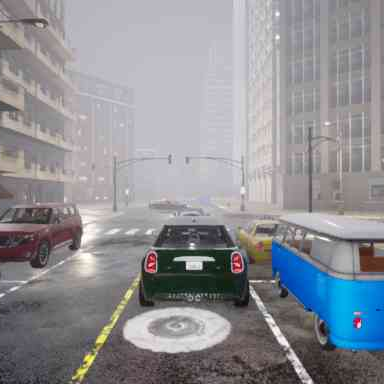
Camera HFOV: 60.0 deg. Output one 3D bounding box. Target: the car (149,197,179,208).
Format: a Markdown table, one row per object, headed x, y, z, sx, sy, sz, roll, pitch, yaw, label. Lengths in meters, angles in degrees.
| x | y | z | sx | sy | sz | roll | pitch | yaw | label |
| --- | --- | --- | --- | --- | --- | --- | --- | --- | --- |
| -2.970 | 1.642 | 39.338 | 4.718 | 1.301 | 1.895 | 0 | 0 | 41 | car |

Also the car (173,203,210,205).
| x | y | z | sx | sy | sz | roll | pitch | yaw | label |
| --- | --- | --- | --- | --- | --- | --- | --- | --- | --- |
| -0.031 | 1.536 | 17.190 | 1.812 | 1.442 | 4.674 | 0 | 0 | 0 | car |

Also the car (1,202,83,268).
| x | y | z | sx | sy | sz | roll | pitch | yaw | label |
| --- | --- | --- | --- | --- | --- | --- | --- | --- | --- |
| -5.329 | 1.320 | 11.442 | 2.192 | 1.841 | 5.009 | 0 | 0 | 0 | car |

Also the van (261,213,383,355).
| x | y | z | sx | sy | sz | roll | pitch | yaw | label |
| --- | --- | --- | --- | --- | --- | --- | --- | --- | --- |
| 2.561 | 1.343 | 5.927 | 1.690 | 1.788 | 3.998 | 0 | 0 | 0 | van |

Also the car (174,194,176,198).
| x | y | z | sx | sy | sz | roll | pitch | yaw | label |
| --- | --- | --- | --- | --- | --- | --- | --- | --- | --- |
| -5.451 | 1.704 | 77.101 | 1.947 | 1.339 | 4.313 | 0 | 0 | 0 | car |

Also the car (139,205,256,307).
| x | y | z | sx | sy | sz | roll | pitch | yaw | label |
| --- | --- | --- | --- | --- | --- | --- | --- | --- | --- |
| 0.049 | 1.355 | 8.147 | 2.097 | 1.767 | 4.553 | 0 | 0 | 0 | car |

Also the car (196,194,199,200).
| x | y | z | sx | sy | sz | roll | pitch | yaw | label |
| --- | --- | --- | --- | --- | --- | --- | --- | --- | --- |
| 2.419 | 1.703 | 82.667 | 1.887 | 1.381 | 4.507 | 0 | 0 | 0 | car |

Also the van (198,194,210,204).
| x | y | z | sx | sy | sz | roll | pitch | yaw | label |
| --- | --- | --- | --- | --- | --- | --- | --- | --- | --- |
| 2.460 | 1.428 | 60.458 | 1.690 | 1.788 | 3.998 | 0 | 0 | 0 | van |

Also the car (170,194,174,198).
| x | y | z | sx | sy | sz | roll | pitch | yaw | label |
| --- | --- | --- | --- | --- | --- | --- | --- | --- | --- |
| -5.440 | 1.560 | 71.549 | 1.967 | 1.590 | 4.097 | 0 | 0 | 0 | car |

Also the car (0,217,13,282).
| x | y | z | sx | sy | sz | roll | pitch | yaw | label |
| --- | --- | --- | --- | --- | --- | --- | --- | --- | --- |
| -5.320 | 1.442 | 5.906 | 1.967 | 1.590 | 4.097 | 0 | 0 | 0 | car |

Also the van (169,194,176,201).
| x | y | z | sx | sy | sz | roll | pitch | yaw | label |
| --- | --- | --- | --- | --- | --- | --- | --- | --- | --- |
| -5.480 | 1.541 | 93.757 | 1.690 | 1.788 | 3.998 | 0 | 0 | 0 | van |

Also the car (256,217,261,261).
| x | y | z | sx | sy | sz | roll | pitch | yaw | label |
| --- | --- | --- | --- | --- | --- | --- | --- | --- | --- |
| 2.549 | 1.531 | 11.633 | 1.752 | 1.417 | 4.829 | 0 | 0 | 0 | car |

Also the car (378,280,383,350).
| x | y | z | sx | sy | sz | roll | pitch | yaw | label |
| --- | --- | --- | --- | --- | --- | --- | --- | --- | --- |
| 2.569 | 1.525 | 0.563 | 1.752 | 1.417 | 4.829 | 0 | 0 | 0 | car |
